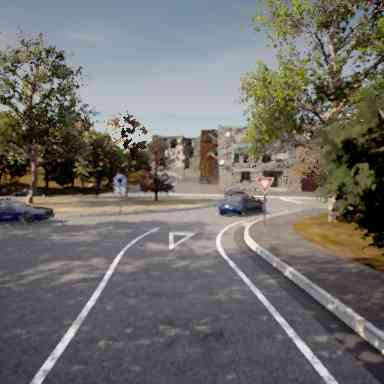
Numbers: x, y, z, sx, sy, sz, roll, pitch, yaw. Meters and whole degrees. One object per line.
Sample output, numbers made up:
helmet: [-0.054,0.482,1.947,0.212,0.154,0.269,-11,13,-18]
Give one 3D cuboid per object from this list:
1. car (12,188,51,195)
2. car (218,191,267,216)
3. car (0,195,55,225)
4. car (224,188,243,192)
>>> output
car: [-24.561,0.115,50.961,5.357,1.411,2.033,-1,2,-41]
car: [3.745,0.905,24.195,1.994,1.385,4.181,2,3,42]
car: [-10.870,1.093,19.110,5.357,1.411,2.033,0,2,-5]
car: [5.107,0.288,40.402,1.837,1.490,4.892,1,2,-6]
